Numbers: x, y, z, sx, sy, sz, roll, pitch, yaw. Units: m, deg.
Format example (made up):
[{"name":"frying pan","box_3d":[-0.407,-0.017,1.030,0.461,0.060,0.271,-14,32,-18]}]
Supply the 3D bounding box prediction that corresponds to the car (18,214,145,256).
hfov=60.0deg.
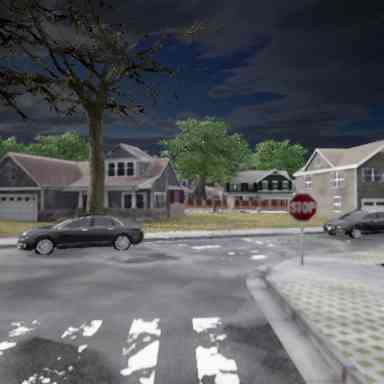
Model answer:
[{"name":"car","box_3d":[-4.418,1.674,13.711,4.892,1.490,1.837,1,-1,-21]}]

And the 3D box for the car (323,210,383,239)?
[{"name":"car","box_3d":[9.811,1.801,18.982,4.892,1.490,1.837,1,-1,-19]}]
